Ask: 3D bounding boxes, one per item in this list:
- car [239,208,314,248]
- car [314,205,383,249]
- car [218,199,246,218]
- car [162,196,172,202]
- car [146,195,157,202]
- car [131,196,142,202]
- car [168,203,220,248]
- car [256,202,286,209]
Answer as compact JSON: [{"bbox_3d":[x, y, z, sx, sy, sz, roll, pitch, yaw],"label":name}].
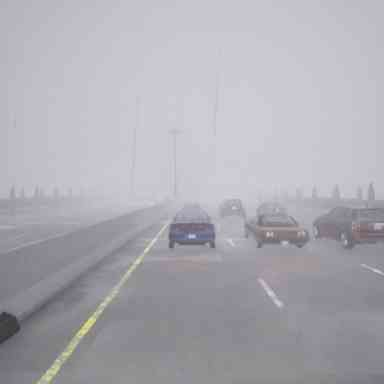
[{"bbox_3d":[3.500,1.616,14.720,1.895,1.301,4.718,0,0,0],"label":"car"},{"bbox_3d":[7.000,1.366,14.660,2.097,1.767,4.553,0,0,0],"label":"car"},{"bbox_3d":[3.500,1.366,29.658,2.097,1.767,4.553,0,0,0],"label":"car"},{"bbox_3d":[-5.845,1.589,76.813,1.895,1.301,4.718,0,0,2],"label":"car"},{"bbox_3d":[-9.343,1.519,76.944,2.128,1.511,4.902,0,0,2],"label":"car"},{"bbox_3d":[-12.842,1.589,77.015,1.895,1.301,4.718,0,0,2],"label":"car"},{"bbox_3d":[0.000,1.485,14.690,1.882,1.535,5.008,0,0,0],"label":"car"},{"bbox_3d":[7.000,1.563,29.687,2.033,1.411,5.357,0,0,0],"label":"car"}]
